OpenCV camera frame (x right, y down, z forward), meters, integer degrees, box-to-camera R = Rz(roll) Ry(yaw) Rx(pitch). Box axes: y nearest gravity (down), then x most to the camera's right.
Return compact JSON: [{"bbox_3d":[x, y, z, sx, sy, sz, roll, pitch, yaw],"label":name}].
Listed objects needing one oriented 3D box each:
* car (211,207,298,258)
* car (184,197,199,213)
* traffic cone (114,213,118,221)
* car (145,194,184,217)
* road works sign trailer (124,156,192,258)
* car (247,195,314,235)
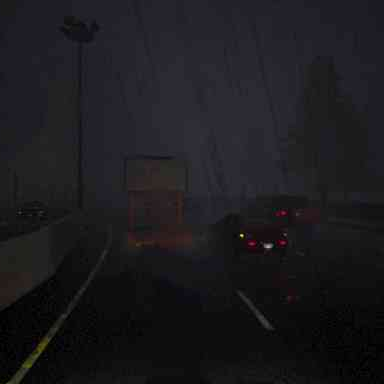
[{"bbox_3d":[1.993,1.497,12.617,1.812,1.442,4.674,0,0,-9],"label":"car"},{"bbox_3d":[-0.962,1.275,35.766,2.097,1.767,4.553,0,0,-21],"label":"car"},{"bbox_3d":[-5.746,1.901,25.091,0.340,0.580,0.340,0,0,-13],"label":"traffic cone"},{"bbox_3d":[-2.858,1.153,31.127,2.150,2.045,5.566,0,0,-20],"label":"car"},{"bbox_3d":[-1.387,0.436,12.748,2.380,3.560,2.880,0,0,-13],"label":"road works sign trailer"},{"bbox_3d":[4.457,1.179,18.397,2.150,2.045,5.566,0,0,-12],"label":"car"}]
